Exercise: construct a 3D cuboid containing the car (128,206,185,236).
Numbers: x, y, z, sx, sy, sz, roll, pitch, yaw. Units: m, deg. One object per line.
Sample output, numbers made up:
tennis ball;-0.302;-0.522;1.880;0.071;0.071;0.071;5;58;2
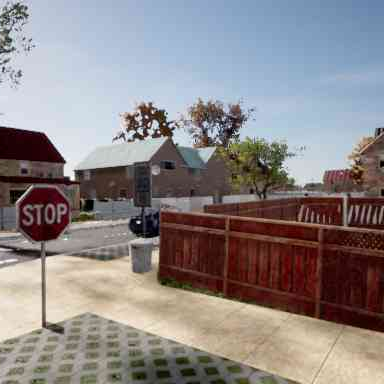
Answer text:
car;-1.347;1.395;17.432;1.994;1.385;4.181;-1;0;36
